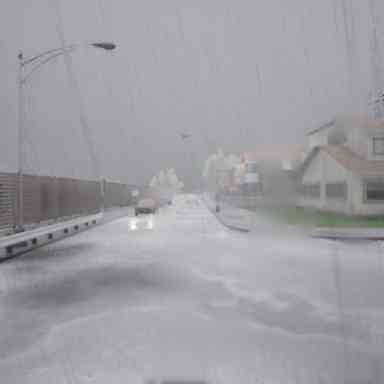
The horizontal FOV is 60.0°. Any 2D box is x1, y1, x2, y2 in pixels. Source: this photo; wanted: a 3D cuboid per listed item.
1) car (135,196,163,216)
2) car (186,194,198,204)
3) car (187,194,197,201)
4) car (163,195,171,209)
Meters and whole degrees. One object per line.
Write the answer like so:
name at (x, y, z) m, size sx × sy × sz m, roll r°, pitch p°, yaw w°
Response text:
car at (-4.095, 1.356, 31.132) m, size 1.882 × 1.535 × 5.008 m, roll 0°, pitch 0°, yaw 0°
car at (-0.007, 1.295, 59.247) m, size 1.812 × 1.442 × 4.674 m, roll 0°, pitch 0°, yaw 0°
car at (-0.008, 1.178, 69.251) m, size 1.994 × 1.385 × 4.181 m, roll 0°, pitch 0°, yaw 0°
car at (-4.091, 1.403, 41.138) m, size 1.994 × 1.385 × 4.181 m, roll 0°, pitch 0°, yaw 0°
